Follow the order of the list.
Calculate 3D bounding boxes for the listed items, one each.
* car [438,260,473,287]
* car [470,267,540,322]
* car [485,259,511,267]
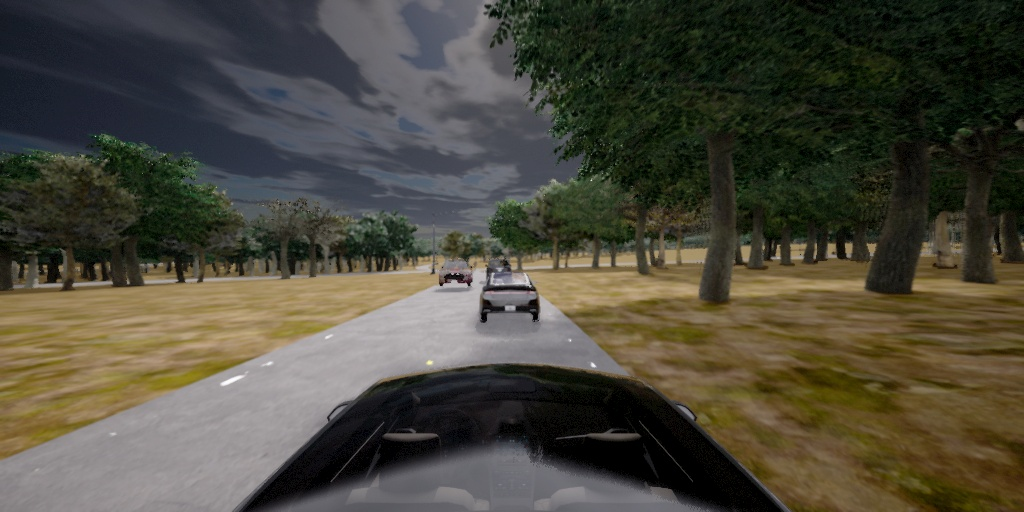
[{"bbox_3d":[-3.744,1.060,24.560,2.097,1.767,4.553,0,-1,-4],"label":"car"},{"bbox_3d":[-0.123,1.296,12.599,2.128,1.511,4.902,0,-1,-2],"label":"car"},{"bbox_3d":[-1.219,1.311,32.129,2.150,2.045,5.566,0,-1,-5],"label":"car"}]
